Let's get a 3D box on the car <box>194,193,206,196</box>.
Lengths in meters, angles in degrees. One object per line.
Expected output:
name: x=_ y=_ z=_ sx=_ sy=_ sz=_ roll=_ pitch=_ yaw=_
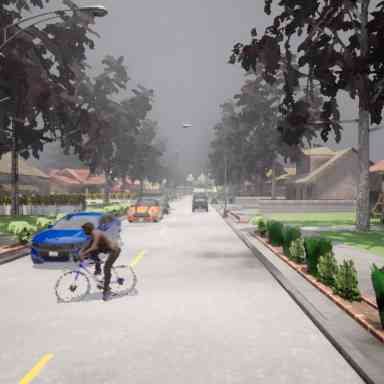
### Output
car: x=1.194 y=1.221 z=49.864 sx=2.150 sy=2.045 sz=5.566 roll=0 pitch=0 yaw=2

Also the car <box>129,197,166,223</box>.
car: x=-3.464 y=1.351 z=25.337 sx=2.097 sy=1.767 sz=4.553 roll=0 pitch=0 yaw=2

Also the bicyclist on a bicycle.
bicyclist on a bicycle: x=-1.978 y=1.453 z=6.911 sx=1.656 sy=1.620 sz=0.582 roll=-2 pitch=1 yaw=-24

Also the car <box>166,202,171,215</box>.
car: x=-3.291 y=1.564 z=33.751 sx=1.994 sy=1.385 sz=4.181 roll=0 pitch=0 yaw=2

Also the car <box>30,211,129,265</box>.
car: x=-3.855 y=1.478 z=11.903 sx=1.882 sy=1.535 sz=5.008 roll=0 pitch=0 yaw=1

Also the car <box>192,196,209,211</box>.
car: x=0.979 y=1.503 z=39.702 sx=1.837 sy=1.490 sz=4.892 roll=0 pitch=0 yaw=2
